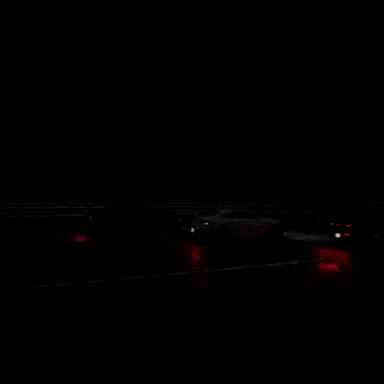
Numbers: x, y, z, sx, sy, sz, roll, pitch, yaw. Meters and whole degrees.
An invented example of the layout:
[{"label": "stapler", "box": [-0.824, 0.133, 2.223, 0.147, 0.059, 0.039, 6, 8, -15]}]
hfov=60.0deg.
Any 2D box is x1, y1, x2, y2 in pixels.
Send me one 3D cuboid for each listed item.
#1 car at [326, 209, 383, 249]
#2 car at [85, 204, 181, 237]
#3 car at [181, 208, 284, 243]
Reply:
[{"label": "car", "box": [8.131, 1.529, 14.488, 4.892, 1.490, 1.837, 1, 0, -24]}, {"label": "car", "box": [-2.922, 1.377, 17.283, 5.008, 1.535, 1.882, 1, 0, -24]}, {"label": "car", "box": [2.136, 1.481, 15.681, 4.674, 1.442, 1.812, 1, 0, -24]}]
